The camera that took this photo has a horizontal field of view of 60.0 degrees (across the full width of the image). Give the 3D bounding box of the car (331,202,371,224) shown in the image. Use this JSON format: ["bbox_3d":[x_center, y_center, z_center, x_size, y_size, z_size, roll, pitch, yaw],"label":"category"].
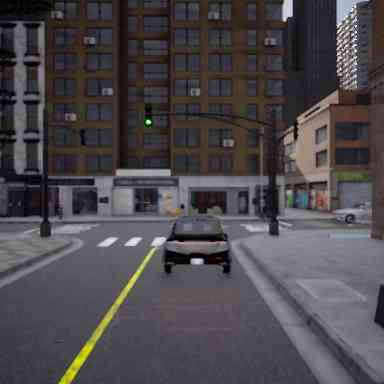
[{"bbox_3d":[12.072,1.403,22.977,4.674,1.442,1.812,-1,0,-1],"label":"car"}]

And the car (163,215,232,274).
[{"bbox_3d":[0.183,1.488,10.572,2.128,1.511,4.902,0,0,1],"label":"car"}]

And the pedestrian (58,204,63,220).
[{"bbox_3d":[-10.148,1.507,25.749,0.375,1.300,0.375,0,0,-1],"label":"pedestrian"}]
